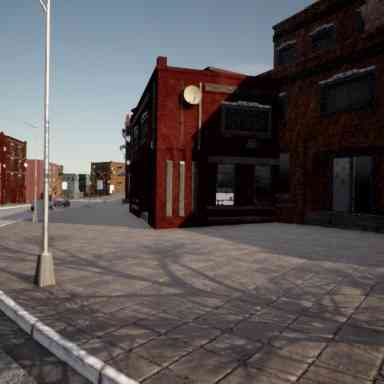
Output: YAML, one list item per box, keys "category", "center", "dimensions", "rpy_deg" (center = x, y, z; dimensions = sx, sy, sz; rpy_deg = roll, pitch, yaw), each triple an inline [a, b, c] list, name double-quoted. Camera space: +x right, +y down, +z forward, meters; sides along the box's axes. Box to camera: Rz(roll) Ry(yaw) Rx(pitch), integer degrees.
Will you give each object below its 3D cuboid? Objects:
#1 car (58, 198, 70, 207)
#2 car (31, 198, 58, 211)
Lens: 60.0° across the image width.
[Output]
- category: "car"
  center: [-20.990, 1.689, 53.659]
  dimensions: [1.812, 1.442, 4.674]
  rpy_deg: [1, 0, -9]
- category: "car"
  center: [-19.133, 1.679, 42.720]
  dimensions: [1.994, 1.385, 4.181]
  rpy_deg: [1, 0, -9]
